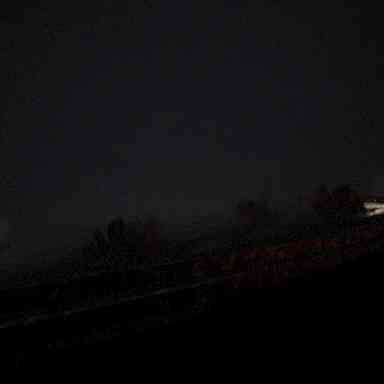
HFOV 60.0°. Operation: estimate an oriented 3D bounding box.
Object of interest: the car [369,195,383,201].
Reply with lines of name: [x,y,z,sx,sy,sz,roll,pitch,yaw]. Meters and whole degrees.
car: [43.758,1.357,78.783,1.812,1.442,4.674,0,0,3]
